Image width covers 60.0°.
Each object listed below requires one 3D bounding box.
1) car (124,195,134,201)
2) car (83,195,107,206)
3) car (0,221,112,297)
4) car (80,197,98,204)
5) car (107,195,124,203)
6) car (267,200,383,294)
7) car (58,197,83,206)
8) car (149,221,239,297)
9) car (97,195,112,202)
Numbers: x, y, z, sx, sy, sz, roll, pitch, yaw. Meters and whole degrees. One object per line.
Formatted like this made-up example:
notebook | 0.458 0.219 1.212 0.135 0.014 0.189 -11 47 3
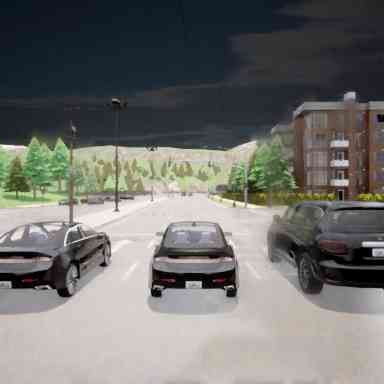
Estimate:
car | -16.332 1.452 87.066 1.882 1.535 5.008 0 0 0
car | -16.296 1.562 56.219 1.994 1.385 4.181 0 0 -1
car | -3.448 1.491 8.538 2.128 1.511 4.902 0 0 0
car | -19.843 1.600 64.179 1.895 1.301 4.718 0 0 0
car | -16.331 1.524 70.868 1.812 1.442 4.674 0 0 0
car | 3.554 1.221 8.876 2.150 2.045 5.566 0 0 1
car | -19.749 1.490 53.117 2.128 1.511 4.902 0 0 0
car | 0.052 1.491 8.536 2.128 1.511 4.902 0 0 0
car | -19.831 1.525 75.651 2.128 1.511 4.902 0 0 0
